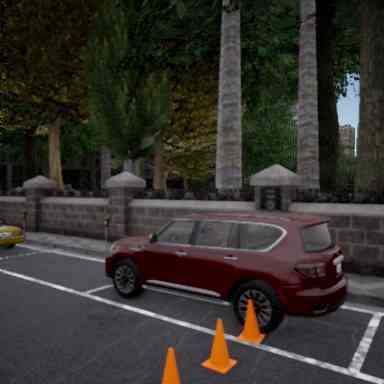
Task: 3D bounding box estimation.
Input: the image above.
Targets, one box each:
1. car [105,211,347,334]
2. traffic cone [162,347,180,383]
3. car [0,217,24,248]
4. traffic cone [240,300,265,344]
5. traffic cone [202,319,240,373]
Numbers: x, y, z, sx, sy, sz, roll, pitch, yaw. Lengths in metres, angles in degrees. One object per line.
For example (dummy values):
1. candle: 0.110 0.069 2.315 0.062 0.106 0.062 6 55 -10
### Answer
1. car: 0.437 1.307 6.788 5.009 1.841 2.192 0 0 36
2. traffic cone: -0.228 1.950 3.525 0.340 0.580 0.340 0 0 36
3. car: -8.563 1.488 13.256 4.829 1.417 1.752 0 0 36
4. traffic cone: 0.898 1.936 5.087 0.340 0.580 0.340 0 6 29
5. traffic cone: 0.356 1.951 4.337 0.340 0.580 0.340 0 0 36
